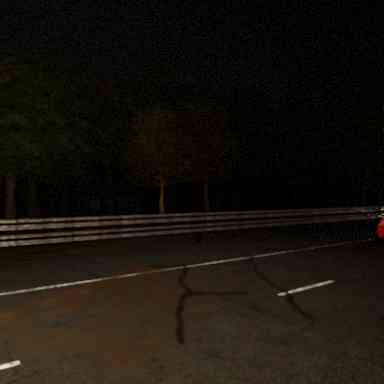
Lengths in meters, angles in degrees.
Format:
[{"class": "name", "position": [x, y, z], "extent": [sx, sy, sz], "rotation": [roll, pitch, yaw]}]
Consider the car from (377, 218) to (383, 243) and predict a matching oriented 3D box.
[{"class": "car", "position": [10.776, 1.496, 15.738], "extent": [4.553, 1.767, 2.097], "rotation": [1, 0, -35]}]
